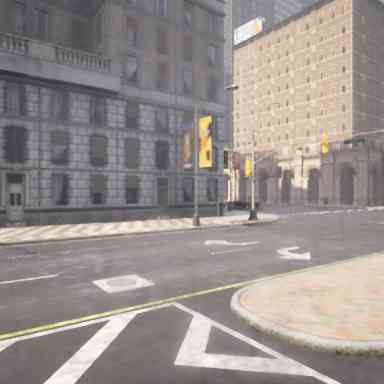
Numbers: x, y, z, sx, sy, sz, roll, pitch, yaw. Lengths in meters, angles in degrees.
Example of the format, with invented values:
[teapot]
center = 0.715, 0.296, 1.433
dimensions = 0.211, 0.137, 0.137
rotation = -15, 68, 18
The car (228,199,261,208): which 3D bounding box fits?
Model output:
[car]
center = 7.316, 1.590, 46.499
dimensions = 1.895, 1.301, 4.718
rotation = 0, 0, -36
